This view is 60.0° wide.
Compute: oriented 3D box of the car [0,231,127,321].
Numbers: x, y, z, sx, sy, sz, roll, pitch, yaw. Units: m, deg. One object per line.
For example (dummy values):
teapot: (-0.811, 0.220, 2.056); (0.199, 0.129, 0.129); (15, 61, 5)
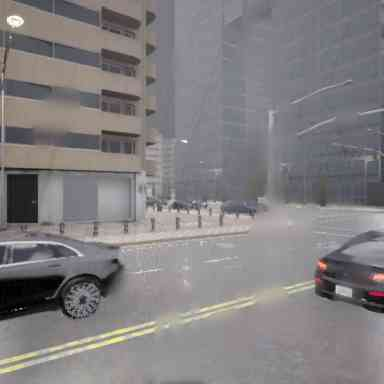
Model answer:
car: (-3.571, 1.491, 5.743); (4.902, 1.511, 2.128); (0, 0, -36)

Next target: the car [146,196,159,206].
car: (-7.189, 1.422, 49.495); (1.882, 1.535, 5.008); (0, 0, -35)

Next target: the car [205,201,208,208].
car: (0.203, 1.436, 45.046); (2.128, 1.511, 4.902); (0, 0, -35)

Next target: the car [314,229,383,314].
car: (4.474, 1.526, 7.004); (4.674, 1.442, 1.812); (0, 0, -35)

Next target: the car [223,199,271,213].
car: (6.021, 1.492, 36.822); (2.033, 1.411, 5.357); (0, 0, -36)

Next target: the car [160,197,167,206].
car: (-5.690, 1.449, 53.463); (1.837, 1.490, 4.892); (0, 0, -35)

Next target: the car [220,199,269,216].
car: (5.036, 1.492, 32.219); (2.033, 1.411, 5.357); (0, 0, -36)

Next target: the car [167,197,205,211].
car: (-0.783, 1.508, 40.369); (1.994, 1.385, 4.181); (0, 0, -35)
